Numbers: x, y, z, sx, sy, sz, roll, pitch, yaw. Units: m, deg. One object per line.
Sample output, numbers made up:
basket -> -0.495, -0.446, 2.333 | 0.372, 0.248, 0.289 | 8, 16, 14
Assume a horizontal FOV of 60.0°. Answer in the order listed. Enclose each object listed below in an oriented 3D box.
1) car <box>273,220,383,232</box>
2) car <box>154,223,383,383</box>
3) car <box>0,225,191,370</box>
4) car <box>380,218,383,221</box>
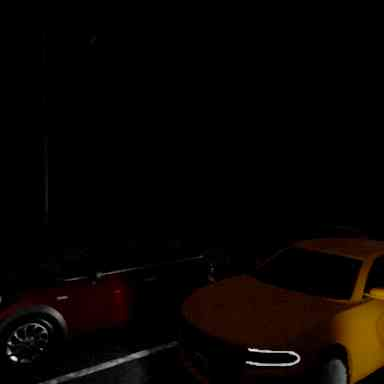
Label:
car -> 3.029, 1.544, 8.925 | 4.313, 1.339, 1.947 | 0, 0, -35
car -> 2.132, 1.465, 4.896 | 5.008, 1.535, 1.882 | 0, 0, -35
car -> -1.586, 1.435, 5.634 | 4.097, 1.590, 1.967 | 0, 0, -35
car -> 7.644, 1.543, 12.216 | 4.206, 1.307, 1.802 | 0, 0, -35
